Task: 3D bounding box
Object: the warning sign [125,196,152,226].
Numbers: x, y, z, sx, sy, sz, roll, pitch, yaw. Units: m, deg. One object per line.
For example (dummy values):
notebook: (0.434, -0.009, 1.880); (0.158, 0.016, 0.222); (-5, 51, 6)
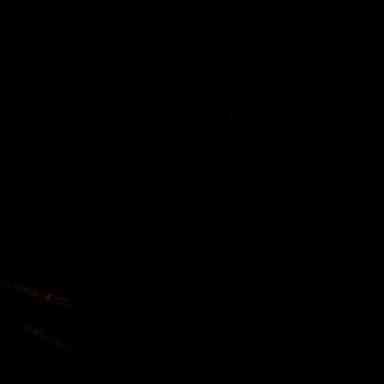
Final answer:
warning sign: (-3.474, 1.196, 21.547); (1.300, 1.860, 1.060); (1, 1, 35)
